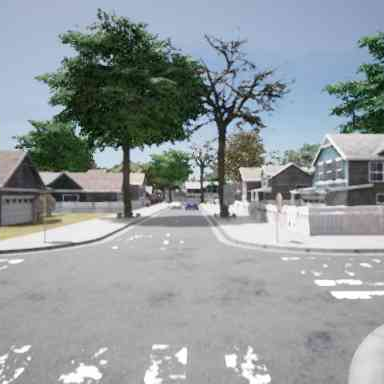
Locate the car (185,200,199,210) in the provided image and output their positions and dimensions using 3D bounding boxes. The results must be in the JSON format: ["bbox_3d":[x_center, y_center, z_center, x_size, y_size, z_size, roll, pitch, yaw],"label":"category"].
[{"bbox_3d":[-0.035,2.005,53.718,2.097,1.767,4.553,0,-1,0],"label":"car"}]

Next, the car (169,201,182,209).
[{"bbox_3d":[-2.788,2.225,57.531,1.812,1.442,4.674,0,-1,0],"label":"car"}]

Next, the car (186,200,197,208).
[{"bbox_3d":[-0.042,2.339,63.780,1.994,1.385,4.181,0,-1,0],"label":"car"}]
